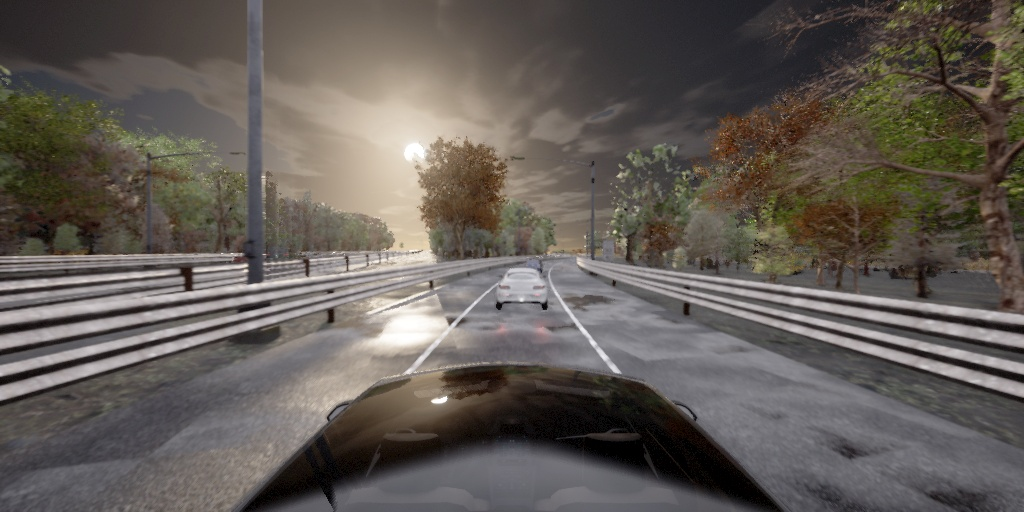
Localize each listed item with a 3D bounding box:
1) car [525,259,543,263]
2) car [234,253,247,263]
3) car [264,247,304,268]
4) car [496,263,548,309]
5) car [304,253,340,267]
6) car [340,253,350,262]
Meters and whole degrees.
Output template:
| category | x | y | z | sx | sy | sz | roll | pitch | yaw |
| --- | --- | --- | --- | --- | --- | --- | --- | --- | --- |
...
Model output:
| category | x | y | z | sx | sy | sz | roll | pitch | yaw |
| --- | --- | --- | --- | --- | --- | --- | --- | --- | --- |
| car | 2.282 | 0.967 | 37.573 | 2.033 | 1.411 | 5.357 | 0 | 1 | 7 |
| car | -27.891 | 0.394 | 38.704 | 1.882 | 1.535 | 5.008 | 0 | 0 | -13 |
| car | -24.295 | 0.147 | 38.697 | 2.150 | 2.045 | 5.566 | 0 | 0 | -13 |
| car | 0.411 | 1.167 | 14.124 | 1.812 | 1.442 | 4.674 | 0 | 1 | 2 |
| car | -20.958 | 0.498 | 39.791 | 1.994 | 1.385 | 4.181 | 0 | 1 | -13 |
| car | -22.879 | 0.304 | 47.628 | 2.128 | 1.511 | 4.902 | 0 | 1 | -13 |
